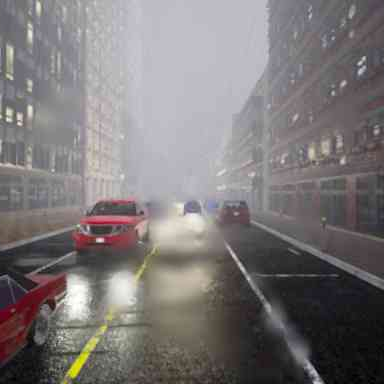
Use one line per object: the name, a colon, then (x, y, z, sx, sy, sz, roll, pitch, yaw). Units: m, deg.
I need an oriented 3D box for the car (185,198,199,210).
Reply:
car: (0.073, 1.702, 47.492, 1.882, 1.535, 5.008, 0, 0, 1)

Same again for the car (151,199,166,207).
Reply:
car: (-5.629, 1.815, 55.998, 2.008, 1.369, 4.403, 0, 0, 0)

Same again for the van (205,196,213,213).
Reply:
van: (2.732, 1.527, 39.338, 1.690, 1.788, 3.998, 0, 0, 0)

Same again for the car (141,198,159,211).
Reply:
car: (-5.642, 1.649, 44.897, 1.967, 1.590, 4.097, 0, 0, 0)

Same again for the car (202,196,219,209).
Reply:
car: (2.744, 1.555, 50.440, 2.192, 1.841, 5.009, 0, 0, 0)

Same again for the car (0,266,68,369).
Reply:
car: (-3.093, 1.618, 3.564, 1.895, 1.301, 4.718, 0, 0, 0)

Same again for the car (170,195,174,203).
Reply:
car: (-5.611, 1.900, 72.650, 2.008, 1.369, 4.403, 0, 0, 0)

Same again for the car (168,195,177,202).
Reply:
car: (-5.585, 1.781, 94.855, 2.192, 1.841, 5.009, 0, 0, 0)

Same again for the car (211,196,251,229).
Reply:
car: (2.713, 1.422, 22.686, 2.192, 1.841, 5.009, 0, 0, 0)

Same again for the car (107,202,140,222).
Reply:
car: (-5.661, 1.654, 28.074, 1.752, 1.417, 4.829, 0, 0, 0)

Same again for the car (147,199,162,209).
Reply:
car: (-5.636, 1.760, 50.277, 1.752, 1.417, 4.829, 0, 0, 0)

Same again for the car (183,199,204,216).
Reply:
car: (0.041, 1.642, 35.131, 1.882, 1.535, 5.008, 0, 0, 0)

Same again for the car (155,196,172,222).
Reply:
car: (-3.046, 1.477, 27.174, 2.097, 1.767, 4.553, 0, 0, 0)

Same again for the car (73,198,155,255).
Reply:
car: (-3.073, 1.286, 13.969, 2.150, 2.045, 5.566, 0, 0, 0)

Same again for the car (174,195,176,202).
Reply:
car: (-5.598, 1.989, 83.752, 1.802, 1.307, 4.206, 0, 0, 0)

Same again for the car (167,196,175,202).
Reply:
car: (-5.592, 1.876, 89.304, 1.967, 1.590, 4.097, 0, 0, 0)
